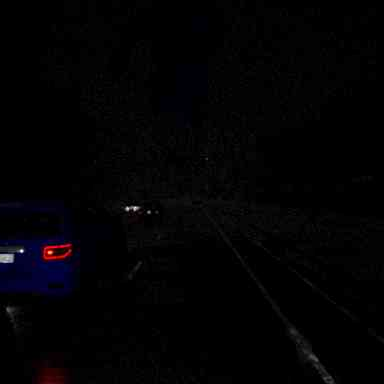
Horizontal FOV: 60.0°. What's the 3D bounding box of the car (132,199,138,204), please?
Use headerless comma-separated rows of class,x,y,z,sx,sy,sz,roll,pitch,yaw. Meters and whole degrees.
car,-9.808,1.774,55.434,1.994,1.385,4.181,0,0,0

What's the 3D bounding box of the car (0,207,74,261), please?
car,-6.597,1.477,13.132,2.128,1.511,4.902,0,0,0

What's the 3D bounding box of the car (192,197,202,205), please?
car,0.983,1.832,67.276,1.812,1.442,4.674,0,-1,0

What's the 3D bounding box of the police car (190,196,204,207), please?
police car,0.982,1.650,57.386,1.930,1.638,5.238,0,0,0

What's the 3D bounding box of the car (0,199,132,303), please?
car,-3.151,1.207,8.296,2.150,2.045,5.566,0,0,0

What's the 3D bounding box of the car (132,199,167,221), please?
car,-3.150,1.566,26.980,2.033,1.411,5.357,0,0,0
